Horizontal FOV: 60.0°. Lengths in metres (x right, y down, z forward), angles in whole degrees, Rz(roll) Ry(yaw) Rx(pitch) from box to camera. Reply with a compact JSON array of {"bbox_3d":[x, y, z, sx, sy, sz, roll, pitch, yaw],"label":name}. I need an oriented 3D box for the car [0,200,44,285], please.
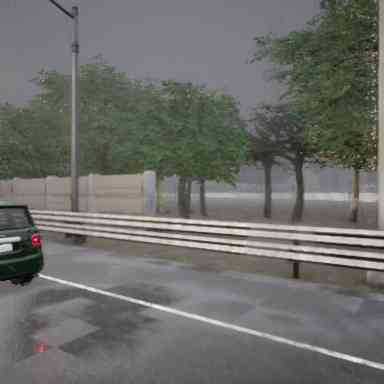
[{"bbox_3d":[-5.952,1.224,8.259,5.566,2.045,2.150,0,0,36],"label":"car"}]
